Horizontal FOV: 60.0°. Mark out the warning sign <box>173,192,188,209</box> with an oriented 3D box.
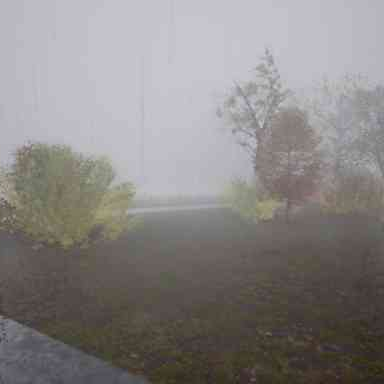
[{"bbox_3d":[-1.302,0.985,38.296,1.300,1.860,1.060,0,0,40],"label":"warning sign"}]
